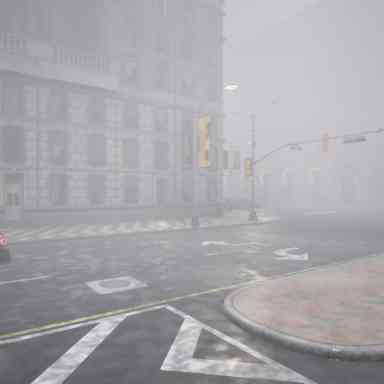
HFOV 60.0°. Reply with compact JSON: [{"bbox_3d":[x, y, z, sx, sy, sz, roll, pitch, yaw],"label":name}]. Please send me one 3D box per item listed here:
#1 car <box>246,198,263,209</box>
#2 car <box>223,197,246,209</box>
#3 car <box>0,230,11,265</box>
[{"bbox_3d":[7.371,1.547,46.347,2.033,1.411,5.357,0,0,-36],"label":"car"},{"bbox_3d":[4.497,1.505,44.358,1.837,1.490,4.892,0,0,-36],"label":"car"},{"bbox_3d":[-7.329,1.352,8.599,4.553,1.767,2.097,0,0,-35],"label":"car"}]
